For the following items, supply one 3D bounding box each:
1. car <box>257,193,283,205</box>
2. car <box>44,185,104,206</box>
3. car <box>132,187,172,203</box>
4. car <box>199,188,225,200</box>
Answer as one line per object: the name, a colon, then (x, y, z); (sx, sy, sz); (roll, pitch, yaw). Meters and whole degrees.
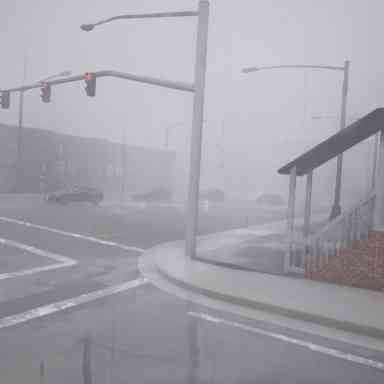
car: (9.620, 0.781, 40.767); (1.994, 1.385, 4.181); (5, 3, 36)
car: (-9.342, 0.219, 26.680); (2.128, 1.511, 4.902); (5, 3, 36)
car: (-4.009, 0.233, 34.097); (1.837, 1.490, 4.892); (5, 3, 36)
car: (2.466, 0.240, 43.070); (1.837, 1.490, 4.892); (5, 3, 36)
